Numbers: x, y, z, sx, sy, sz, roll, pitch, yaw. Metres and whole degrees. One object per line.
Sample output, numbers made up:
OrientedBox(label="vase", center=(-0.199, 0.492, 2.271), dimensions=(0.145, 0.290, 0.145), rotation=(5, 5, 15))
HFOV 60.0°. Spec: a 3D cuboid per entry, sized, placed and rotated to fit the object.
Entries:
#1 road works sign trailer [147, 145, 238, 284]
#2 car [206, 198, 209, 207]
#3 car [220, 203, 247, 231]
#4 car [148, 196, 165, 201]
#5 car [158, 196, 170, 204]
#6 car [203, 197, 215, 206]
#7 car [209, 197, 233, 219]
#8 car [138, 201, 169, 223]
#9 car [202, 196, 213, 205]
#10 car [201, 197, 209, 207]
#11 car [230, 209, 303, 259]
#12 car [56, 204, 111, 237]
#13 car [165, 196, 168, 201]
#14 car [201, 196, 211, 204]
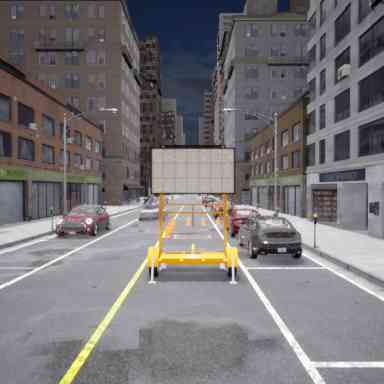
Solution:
OrientedBox(label="road works sign trailer", center=(0.028, 0.463, 9.567), dimensions=(2.380, 3.560, 2.880), rotation=(0, 0, 0))
OrientedBox(label="car", center=(2.809, 1.551, 34.445), dimensions=(1.887, 1.381, 4.507), rotation=(-1, 0, 0))
OrientedBox(label="car", center=(2.782, 1.545, 17.930), dimensions=(1.887, 1.381, 4.507), rotation=(-1, 0, 0))
OrientedBox(label="car", center=(-5.691, 1.457, 50.974), dimensions=(1.967, 1.590, 4.097), rotation=(-1, 0, 0))
OrientedBox(label="car", center=(-5.663, 1.576, 67.490), dimensions=(1.887, 1.381, 4.507), rotation=(-1, 0, 0))
OrientedBox(label="car", center=(2.845, 1.566, 56.465), dimensions=(1.887, 1.381, 4.507), rotation=(-1, 0, 0))
OrientedBox(label="car", center=(2.798, 1.444, 28.940), dimensions=(1.967, 1.590, 4.097), rotation=(-1, 0, 0))
OrientedBox(label="car", center=(-2.957, 1.604, 25.954), dimensions=(1.895, 1.301, 4.718), rotation=(0, 0, 0))
OrientedBox(label="car", center=(2.854, 1.571, 61.971), dimensions=(1.887, 1.381, 4.507), rotation=(-1, 0, 0))
OrientedBox(label="car", center=(2.836, 1.583, 50.961), dimensions=(1.947, 1.339, 4.313), rotation=(-1, 0, 0))
OrientedBox(label="car", center=(2.773, 1.550, 12.424), dimensions=(2.008, 1.369, 4.403), rotation=(-1, 0, 0))
OrientedBox(label="car", center=(-5.744, 1.440, 17.944), dimensions=(1.967, 1.590, 4.097), rotation=(-1, 0, 0))
OrientedBox(label="car", center=(-5.680, 1.587, 56.480), dimensions=(1.947, 1.339, 4.313), rotation=(-1, 0, 0))
OrientedBox(label="car", center=(2.862, 1.576, 67.476), dimensions=(1.887, 1.381, 4.507), rotation=(-1, 0, 0))
